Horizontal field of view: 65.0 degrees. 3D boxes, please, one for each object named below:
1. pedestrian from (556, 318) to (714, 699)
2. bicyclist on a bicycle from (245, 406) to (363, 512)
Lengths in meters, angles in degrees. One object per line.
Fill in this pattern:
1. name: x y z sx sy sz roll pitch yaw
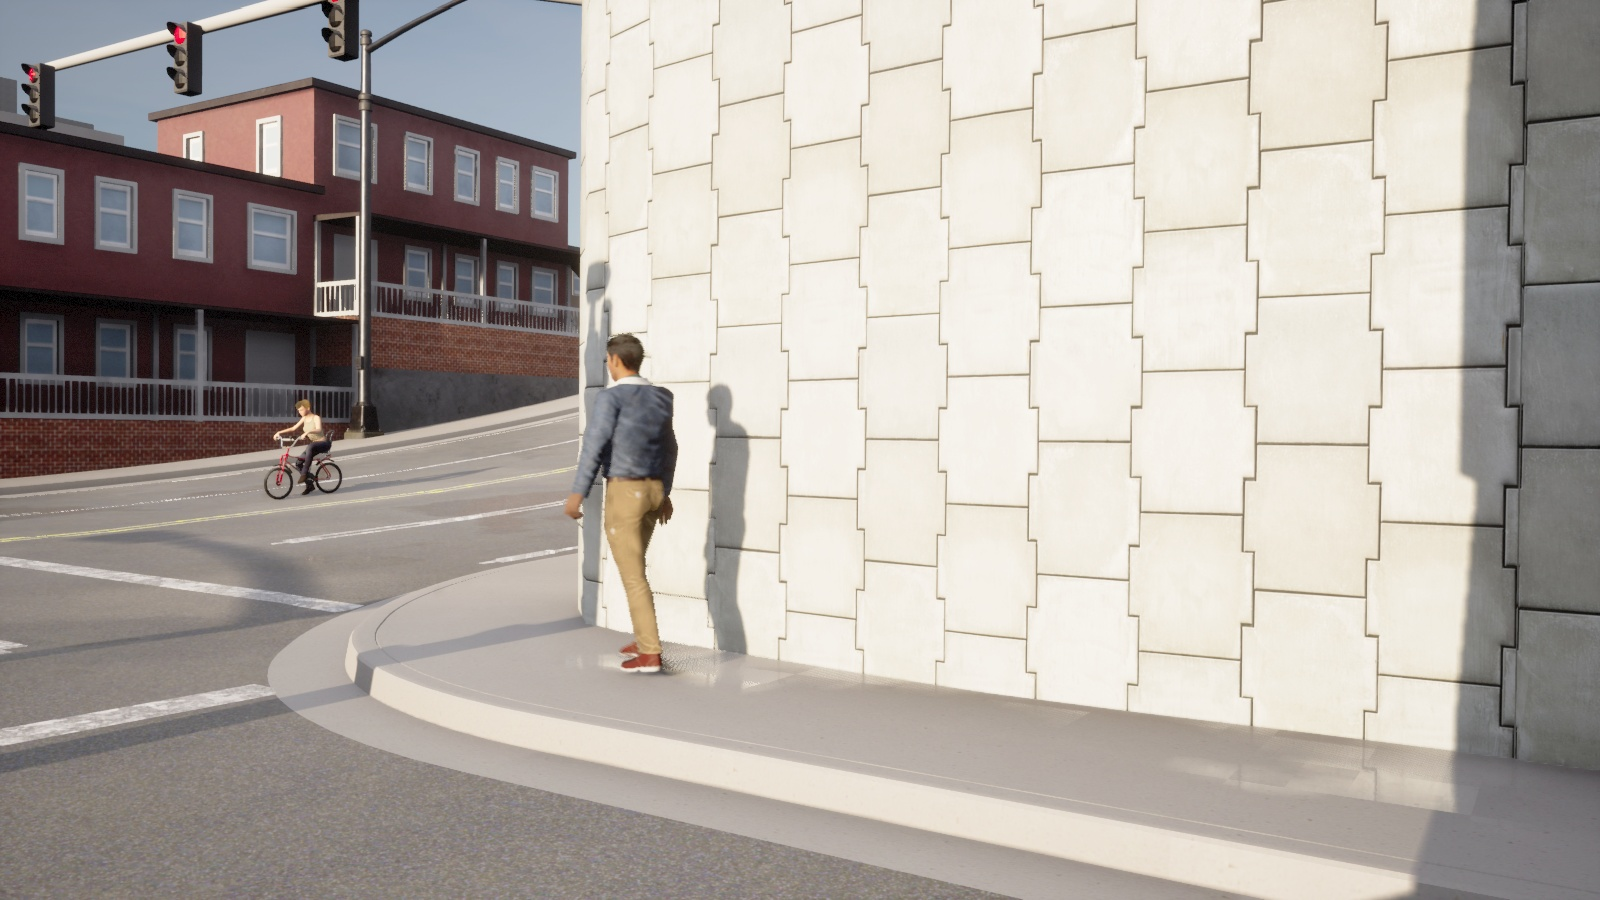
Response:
1. pedestrian: -0.907 0.296 6.838 0.788 1.949 0.423 0 1 42
2. bicyclist on a bicycle: -8.249 0.120 20.942 0.866 1.612 1.509 0 5 33
